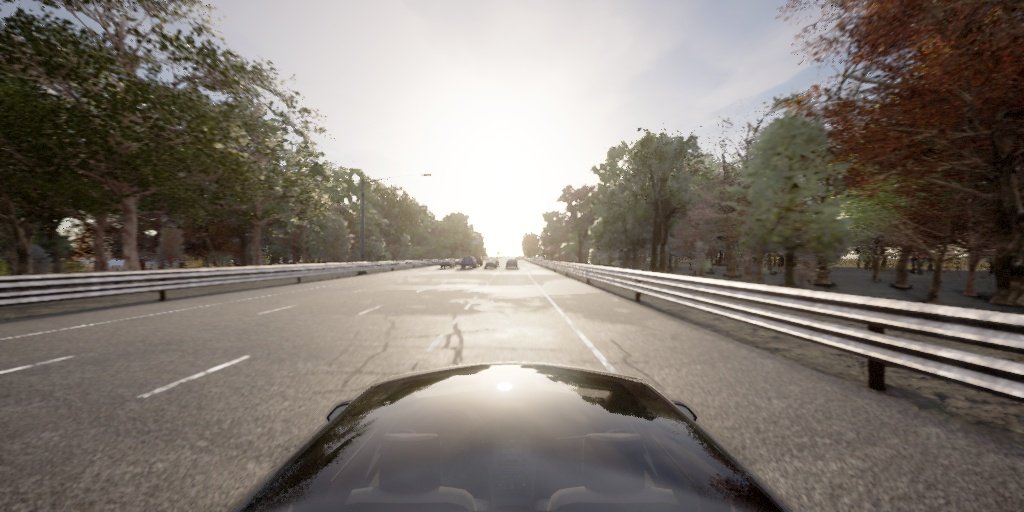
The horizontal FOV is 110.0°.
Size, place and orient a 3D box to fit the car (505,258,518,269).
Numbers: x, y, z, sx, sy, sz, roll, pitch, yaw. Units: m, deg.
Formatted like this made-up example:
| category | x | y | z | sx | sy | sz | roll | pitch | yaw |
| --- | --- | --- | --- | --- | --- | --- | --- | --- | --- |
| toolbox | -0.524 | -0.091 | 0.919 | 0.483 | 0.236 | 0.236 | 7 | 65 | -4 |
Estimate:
| category | x | y | z | sx | sy | sz | roll | pitch | yaw |
| --- | --- | --- | --- | --- | --- | --- | --- | --- | --- |
| car | -0.009 | 1.146 | 59.292 | 2.097 | 1.767 | 4.553 | 0 | 0 | 0 |

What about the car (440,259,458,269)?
| category | x | y | z | sx | sy | sz | roll | pitch | yaw |
| --- | --- | --- | --- | --- | --- | --- | --- | --- | --- |
| car | -10.509 | 1.303 | 58.904 | 1.837 | 1.490 | 4.892 | 0 | 0 | 0 |

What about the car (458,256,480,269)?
| category | x | y | z | sx | sy | sz | roll | pitch | yaw |
| --- | --- | --- | --- | --- | --- | --- | --- | --- | --- |
| car | -7.009 | 1.034 | 58.936 | 2.150 | 2.045 | 5.566 | 0 | 0 | 0 |

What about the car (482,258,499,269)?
| category | x | y | z | sx | sy | sz | roll | pitch | yaw |
| --- | --- | --- | --- | --- | --- | --- | --- | --- | --- |
| car | -3.509 | 1.317 | 59.321 | 1.812 | 1.442 | 4.674 | 0 | 0 | 0 |
